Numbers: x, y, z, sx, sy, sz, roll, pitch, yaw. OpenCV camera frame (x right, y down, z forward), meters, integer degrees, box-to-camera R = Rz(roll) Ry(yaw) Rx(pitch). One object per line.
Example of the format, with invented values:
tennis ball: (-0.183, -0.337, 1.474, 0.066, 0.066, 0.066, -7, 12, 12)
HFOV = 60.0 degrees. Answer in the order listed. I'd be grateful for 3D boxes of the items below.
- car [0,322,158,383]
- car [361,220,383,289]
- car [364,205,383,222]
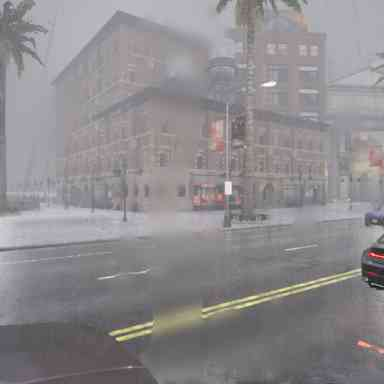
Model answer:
car: (-2.747, 1.547, 1.751, 5.357, 1.411, 2.033, 0, 0, -36)
car: (5.939, 1.505, 7.927, 4.892, 1.490, 1.837, 0, 0, -35)
car: (13.234, 1.515, 21.790, 5.008, 1.535, 1.882, 0, 0, -35)
